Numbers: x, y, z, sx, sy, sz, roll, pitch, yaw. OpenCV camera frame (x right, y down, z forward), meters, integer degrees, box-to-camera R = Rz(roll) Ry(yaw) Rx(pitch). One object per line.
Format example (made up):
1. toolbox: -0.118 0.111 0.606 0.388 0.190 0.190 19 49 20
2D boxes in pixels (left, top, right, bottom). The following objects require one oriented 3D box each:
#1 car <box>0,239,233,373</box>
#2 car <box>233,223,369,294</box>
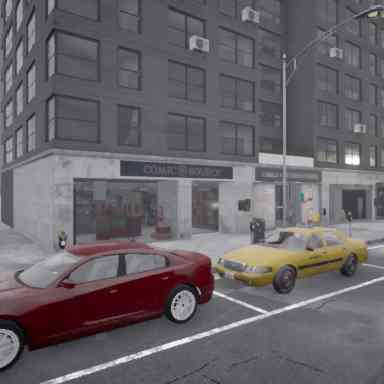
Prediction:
1. car: -1.682 1.545 5.569 4.507 1.381 1.887 0 0 -36
2. car: 2.791 1.525 8.768 4.829 1.417 1.752 0 0 -36
